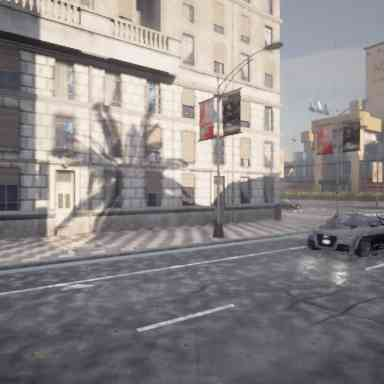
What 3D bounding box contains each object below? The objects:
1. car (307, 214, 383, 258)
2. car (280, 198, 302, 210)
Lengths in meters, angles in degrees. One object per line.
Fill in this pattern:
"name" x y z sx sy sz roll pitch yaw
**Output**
"car" 6.331 1.560 12.852 4.181 1.385 1.994 0 0 -36
"car" 11.694 1.536 43.612 2.033 1.411 5.357 0 0 -36
